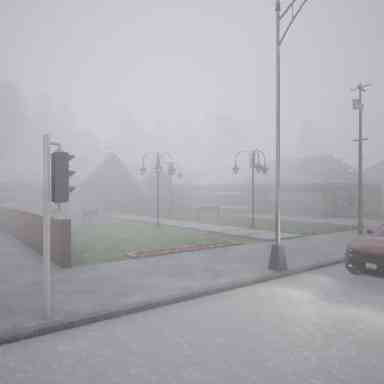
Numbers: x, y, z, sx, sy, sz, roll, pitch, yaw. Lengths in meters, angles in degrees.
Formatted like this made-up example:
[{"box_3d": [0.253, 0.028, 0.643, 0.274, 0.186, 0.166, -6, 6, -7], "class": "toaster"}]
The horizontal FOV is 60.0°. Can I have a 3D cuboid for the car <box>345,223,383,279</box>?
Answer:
[{"box_3d": [6.272, 1.477, 9.340, 5.008, 1.535, 1.882, 0, 0, -36], "class": "car"}]
